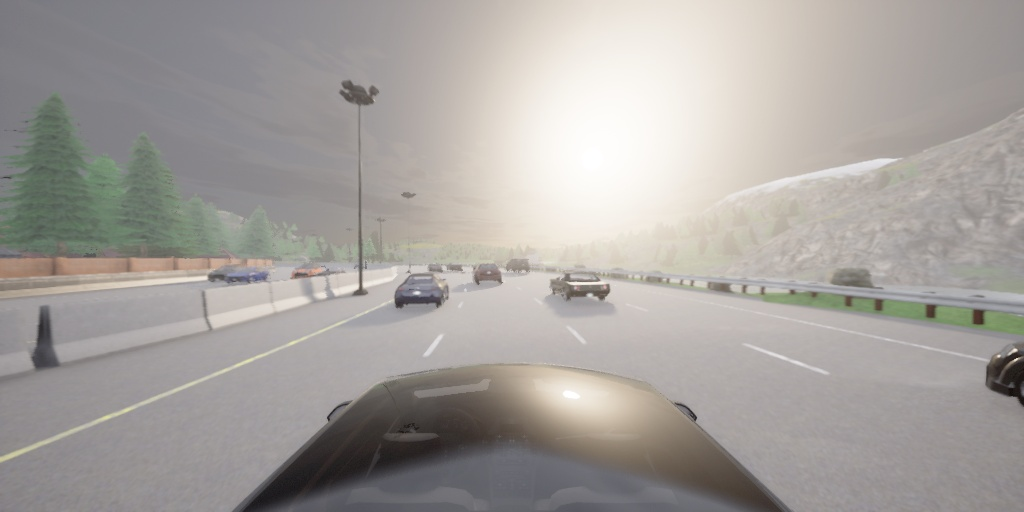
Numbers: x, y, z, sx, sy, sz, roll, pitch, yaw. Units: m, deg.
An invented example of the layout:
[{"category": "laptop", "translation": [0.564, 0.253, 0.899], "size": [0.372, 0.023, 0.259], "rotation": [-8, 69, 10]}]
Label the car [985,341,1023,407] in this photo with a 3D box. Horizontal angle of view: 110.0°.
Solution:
[{"category": "car", "translation": [7.144, 1.232, 2.839], "size": [1.994, 1.385, 4.181], "rotation": [-1, 0, -1]}]

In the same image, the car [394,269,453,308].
[{"category": "car", "translation": [-4.015, 1.470, 16.441], "size": [1.994, 1.385, 4.181], "rotation": [-1, 0, -5]}]

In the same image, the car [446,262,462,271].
[{"category": "car", "translation": [-9.668, 1.761, 59.500], "size": [1.882, 1.535, 5.008], "rotation": [0, -1, -20]}]

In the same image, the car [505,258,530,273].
[{"category": "car", "translation": [0.727, 1.309, 50.329], "size": [2.150, 2.045, 5.566], "rotation": [0, 0, -17]}]

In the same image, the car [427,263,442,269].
[{"category": "car", "translation": [-12.057, 1.778, 55.653], "size": [2.128, 1.511, 4.902], "rotation": [0, 0, -19]}]

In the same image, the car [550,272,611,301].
[{"category": "car", "translation": [3.170, 1.425, 17.815], "size": [1.895, 1.301, 4.718], "rotation": [-1, 0, -6]}]

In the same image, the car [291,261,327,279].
[{"category": "car", "translation": [-22.004, 1.643, 38.663], "size": [2.097, 1.767, 4.553], "rotation": [-1, -1, -13]}]

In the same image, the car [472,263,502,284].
[{"category": "car", "translation": [-2.165, 1.330, 30.035], "size": [2.097, 1.767, 4.553], "rotation": [-1, 0, -10]}]

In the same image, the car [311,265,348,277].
[{"category": "car", "translation": [-17.591, 1.811, 35.156], "size": [1.895, 1.301, 4.718], "rotation": [-1, 0, -12]}]

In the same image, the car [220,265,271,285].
[{"category": "car", "translation": [-24.370, 1.759, 33.285], "size": [1.882, 1.535, 5.008], "rotation": [-1, 0, -12]}]

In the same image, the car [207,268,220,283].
[{"category": "car", "translation": [-28.659, 1.711, 36.426], "size": [2.097, 1.767, 4.553], "rotation": [-1, -1, -13]}]
